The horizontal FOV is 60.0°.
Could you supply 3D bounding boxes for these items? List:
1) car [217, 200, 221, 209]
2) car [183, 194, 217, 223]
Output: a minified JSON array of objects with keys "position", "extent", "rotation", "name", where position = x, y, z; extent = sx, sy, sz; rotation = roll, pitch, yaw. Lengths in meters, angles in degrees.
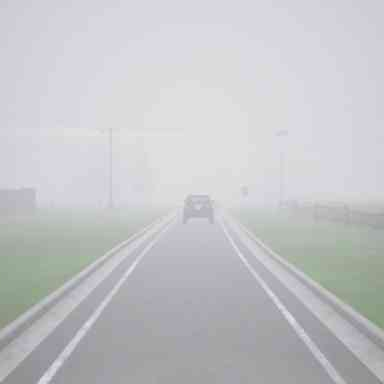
[{"position":[2.506,1.536,43.325],"extent":[1.994,1.385,4.181],"rotation":[0,0,16],"name":"car"},{"position":[0.495,1.202,25.109],"extent":[2.150,2.045,5.566],"rotation":[0,0,2],"name":"car"}]
